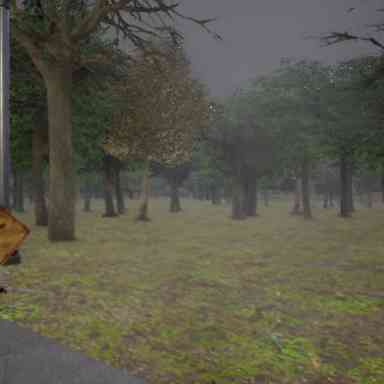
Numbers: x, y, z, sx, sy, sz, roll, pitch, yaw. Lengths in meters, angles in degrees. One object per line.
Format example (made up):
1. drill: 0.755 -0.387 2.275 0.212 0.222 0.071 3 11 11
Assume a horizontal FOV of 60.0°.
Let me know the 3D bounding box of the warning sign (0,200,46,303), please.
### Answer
1. warning sign: -3.867 1.131 6.662 1.060 1.860 1.300 -2 0 35
